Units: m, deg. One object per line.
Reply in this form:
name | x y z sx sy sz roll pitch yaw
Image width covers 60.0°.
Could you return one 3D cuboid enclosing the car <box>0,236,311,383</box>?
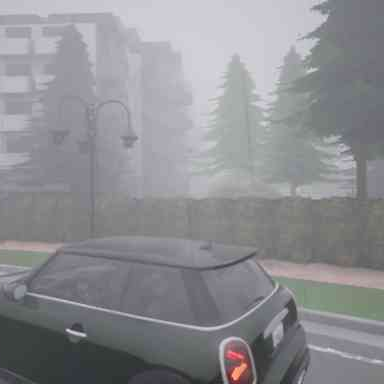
car | -1.014 1.364 4.191 4.553 1.767 2.097 -1 0 31
